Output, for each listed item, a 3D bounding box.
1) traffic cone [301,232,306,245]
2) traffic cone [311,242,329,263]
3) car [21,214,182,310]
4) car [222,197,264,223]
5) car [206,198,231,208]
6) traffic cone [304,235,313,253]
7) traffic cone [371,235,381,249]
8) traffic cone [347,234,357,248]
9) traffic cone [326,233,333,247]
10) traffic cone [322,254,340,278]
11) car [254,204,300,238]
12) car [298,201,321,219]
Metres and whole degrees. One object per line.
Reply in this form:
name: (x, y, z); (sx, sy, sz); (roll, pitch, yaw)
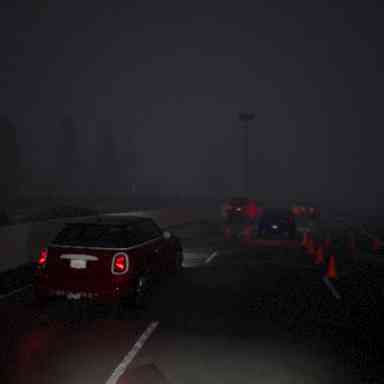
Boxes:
traffic cone: (5.194, 2.134, 15.256); (0.340, 0.580, 0.340); (1, 0, 12)
traffic cone: (4.366, 2.099, 11.343); (0.340, 0.580, 0.340); (1, 0, 12)
car: (-1.653, 1.348, 8.139); (2.097, 1.767, 4.553); (1, 0, 11)
car: (4.659, 1.439, 27.844); (2.150, 2.045, 5.566); (1, 0, 24)
car: (4.471, 1.830, 55.057); (1.837, 1.490, 4.892); (1, -1, 37)
traffic cone: (4.780, 2.116, 13.299); (0.340, 0.580, 0.340); (1, 0, 12)
traffic cone: (8.128, 2.196, 14.635); (0.340, 0.580, 0.340); (1, 0, 12)
traffic cone: (7.150, 2.175, 14.842); (0.340, 0.580, 0.340); (1, 0, 12)
traffic cone: (6.172, 2.155, 15.049); (0.340, 0.580, 0.340); (1, 0, 12)
traffic cone: (3.953, 2.082, 9.386); (0.340, 0.580, 0.340); (1, 0, 12)
car: (5.073, 1.670, 19.374); (1.882, 1.535, 5.008); (1, 0, 19)
car: (11.895, 1.756, 34.271); (2.097, 1.767, 4.553); (1, 0, 29)
